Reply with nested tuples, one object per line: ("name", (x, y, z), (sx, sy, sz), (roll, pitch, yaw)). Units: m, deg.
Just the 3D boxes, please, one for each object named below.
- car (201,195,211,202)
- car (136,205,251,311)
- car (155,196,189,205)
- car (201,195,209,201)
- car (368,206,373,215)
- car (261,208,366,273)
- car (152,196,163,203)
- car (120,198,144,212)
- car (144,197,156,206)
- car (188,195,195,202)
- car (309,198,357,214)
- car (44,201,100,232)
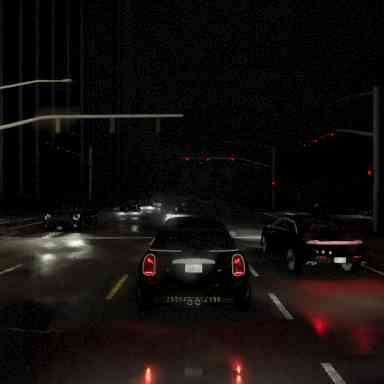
("car", (3.353, 1.500, 77.829), (1.837, 1.490, 4.892), (0, 0, 0))
("car", (0.042, 1.352, 7.931), (2.097, 1.767, 4.553), (0, 0, 0))
("car", (-2.301, 1.525, 36.593), (2.128, 1.511, 4.902), (0, 0, -16))
("car", (3.334, 1.478, 87.928), (1.882, 1.535, 5.008), (0, 0, 0))
("car", (19.117, 1.560, 31.129), (4.892, 1.490, 1.837), (0, 0, 0))
("car", (3.599, 1.492, 10.741), (2.128, 1.511, 4.902), (0, 0, -3))
("car", (-7.130, 1.599, 68.996), (1.895, 1.301, 4.718), (0, 0, 0))
("car", (-7.173, 1.550, 38.906), (1.812, 1.442, 4.674), (0, 0, 0))
("car", (-7.194, 1.601, 53.160), (1.895, 1.301, 4.718), (0, 0, 0))
("car", (-0.147, 1.478, 77.845), (1.882, 1.535, 5.008), (0, 0, 0))
("car", (14.606, 1.407, 34.682), (4.553, 1.767, 2.097), (0, 0, 2))
("car", (-7.138, 1.371, 20.154), (2.097, 1.767, 4.553), (0, 0, 0))
